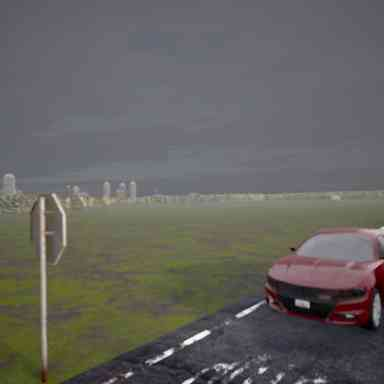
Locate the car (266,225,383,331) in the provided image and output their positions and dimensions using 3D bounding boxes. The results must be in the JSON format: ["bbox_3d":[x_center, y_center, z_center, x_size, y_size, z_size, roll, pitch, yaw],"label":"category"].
[{"bbox_3d":[3.420,1.555,7.347,1.882,1.535,5.008,-2,-1,41],"label":"car"}]
